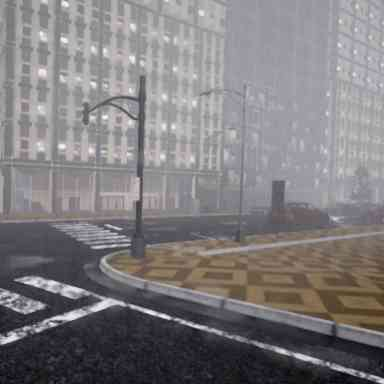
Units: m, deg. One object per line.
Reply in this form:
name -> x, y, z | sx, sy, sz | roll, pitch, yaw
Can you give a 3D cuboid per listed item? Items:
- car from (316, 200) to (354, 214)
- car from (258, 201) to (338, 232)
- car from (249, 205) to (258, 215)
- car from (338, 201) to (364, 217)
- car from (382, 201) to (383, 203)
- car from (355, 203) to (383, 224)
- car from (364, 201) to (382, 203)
car -> 16.688, 1.698, 38.683 | 4.829, 1.417, 1.752 | 1, 2, -34
car -> 7.248, 1.575, 22.668 | 5.009, 1.841, 2.192 | 1, 2, -34
car -> 7.472, 1.594, 32.376 | 4.403, 1.369, 2.008 | 1, 2, -34
car -> 15.735, 1.791, 35.038 | 4.181, 1.385, 1.994 | 1, 2, -34
car -> 26.182, 1.887, 45.185 | 4.206, 1.307, 1.802 | 1, 2, -34
car -> 16.596, 1.935, 29.077 | 4.507, 1.381, 1.887 | 1, 2, -34
car -> 21.505, 1.806, 41.983 | 4.313, 1.339, 1.947 | 1, 2, -34
